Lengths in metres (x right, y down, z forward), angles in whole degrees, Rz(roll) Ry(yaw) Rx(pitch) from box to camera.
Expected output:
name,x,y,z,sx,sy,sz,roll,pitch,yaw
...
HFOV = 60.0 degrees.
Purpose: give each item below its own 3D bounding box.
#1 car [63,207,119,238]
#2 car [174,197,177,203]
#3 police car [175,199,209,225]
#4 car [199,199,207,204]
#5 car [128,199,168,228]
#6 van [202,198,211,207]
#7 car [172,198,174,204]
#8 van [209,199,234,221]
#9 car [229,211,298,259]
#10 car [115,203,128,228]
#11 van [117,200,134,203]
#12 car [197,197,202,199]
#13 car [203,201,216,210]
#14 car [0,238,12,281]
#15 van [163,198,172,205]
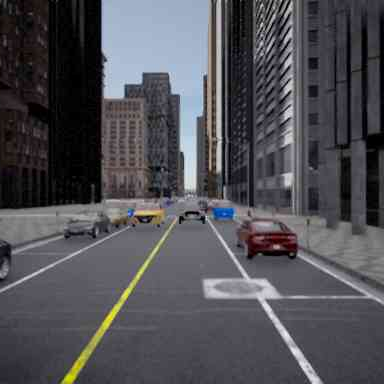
name,x,y,z,sx,sy,sz,roll,pitch,yaw
car,-5.762,1.744,18.712,2.008,1.369,4.403,0,-1,0
car,-5.748,2.447,86.399,1.947,1.339,4.313,0,-1,0
police car,0.005,1.541,25.313,2.038,1.542,4.974,0,-1,0
car,2.777,2.426,86.400,1.887,1.381,4.507,0,-1,0
car,-2.995,1.527,23.634,1.882,1.535,5.008,0,-1,0
van,2.772,1.994,63.841,1.690,1.788,3.998,0,-1,0
car,-5.751,2.312,75.118,1.887,1.381,4.507,0,-1,0
van,2.765,1.649,29.998,1.690,1.788,3.998,0,-1,0
car,2.762,1.680,13.075,1.887,1.381,4.507,0,-1,0
car,-5.761,1.775,24.183,1.752,1.417,4.829,0,-1,0
van,-5.761,1.650,29.995,1.690,1.788,3.998,0,-1,0
car,0.010,1.843,51.867,2.163,1.488,4.792,0,-1,0
car,2.770,2.121,52.557,1.802,1.307,4.206,0,-1,0
car,-5.764,1.644,7.431,1.947,1.339,4.313,0,-1,0
van,-5.753,2.052,69.480,1.690,1.788,3.998,0,-1,0
